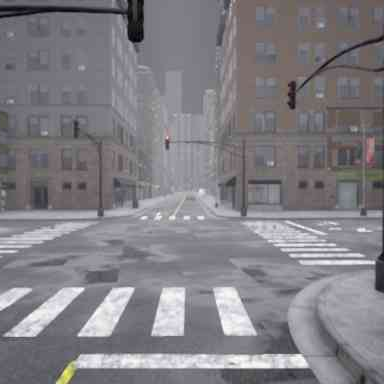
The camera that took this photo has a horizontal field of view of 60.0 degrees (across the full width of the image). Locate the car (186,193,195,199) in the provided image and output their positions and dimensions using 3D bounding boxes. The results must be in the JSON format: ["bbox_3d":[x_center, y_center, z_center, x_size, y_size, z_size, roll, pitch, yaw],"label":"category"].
[{"bbox_3d":[-0.380,0.904,74.482,1.895,1.301,4.718,0,0,0],"label":"car"}]

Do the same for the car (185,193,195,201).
[{"bbox_3d":[-0.311,1.147,64.478,1.895,1.301,4.718,0,0,0],"label":"car"}]
